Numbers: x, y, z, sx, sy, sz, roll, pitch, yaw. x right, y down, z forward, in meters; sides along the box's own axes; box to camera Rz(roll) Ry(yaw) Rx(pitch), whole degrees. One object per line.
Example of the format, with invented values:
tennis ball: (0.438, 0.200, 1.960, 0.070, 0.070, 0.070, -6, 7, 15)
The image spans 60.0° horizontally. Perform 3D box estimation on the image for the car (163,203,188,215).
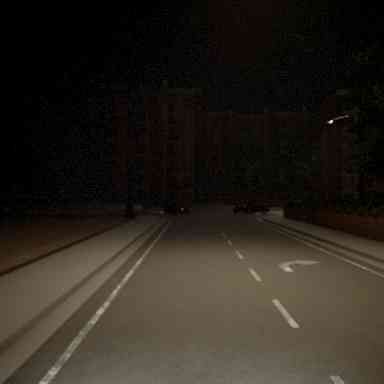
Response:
car: (-2.106, 2.026, 41.491, 1.994, 1.385, 4.181, 0, 0, -28)

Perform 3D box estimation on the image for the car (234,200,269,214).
car: (7.113, 1.682, 39.498, 4.553, 1.767, 2.097, 0, 0, -39)
